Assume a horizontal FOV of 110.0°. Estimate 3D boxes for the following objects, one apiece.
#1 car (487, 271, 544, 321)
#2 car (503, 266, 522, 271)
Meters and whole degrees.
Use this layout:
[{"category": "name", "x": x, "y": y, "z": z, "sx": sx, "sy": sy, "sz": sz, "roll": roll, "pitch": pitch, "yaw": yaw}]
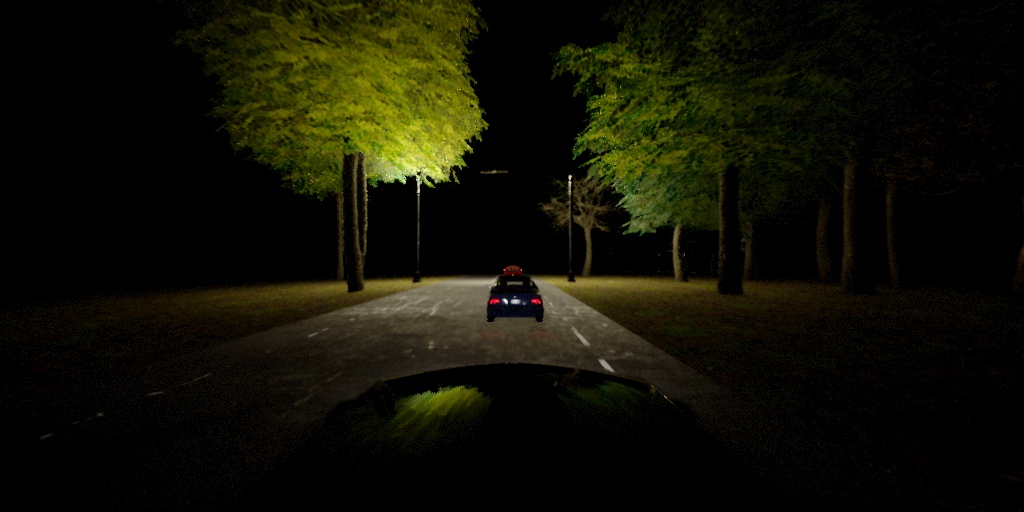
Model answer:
[{"category": "car", "x": 0.099, "y": 1.411, "z": 12.934, "sx": 2.033, "sy": 1.411, "sz": 5.357, "roll": 0, "pitch": -1, "yaw": 0}, {"category": "car", "x": 0.096, "y": 1.822, "z": 38.577, "sx": 1.882, "sy": 1.535, "sz": 5.008, "roll": 0, "pitch": -1, "yaw": 0}]
